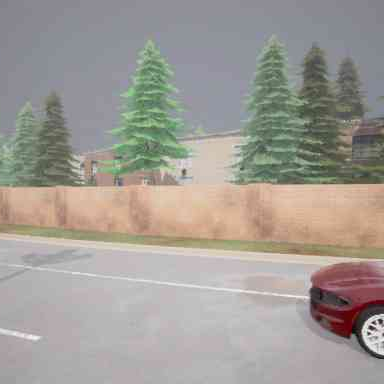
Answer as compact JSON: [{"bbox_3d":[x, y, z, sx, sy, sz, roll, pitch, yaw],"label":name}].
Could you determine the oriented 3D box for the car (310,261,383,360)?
[{"bbox_3d":[4.367,1.478,4.841,5.008,1.535,1.882,0,0,16],"label":"car"}]
